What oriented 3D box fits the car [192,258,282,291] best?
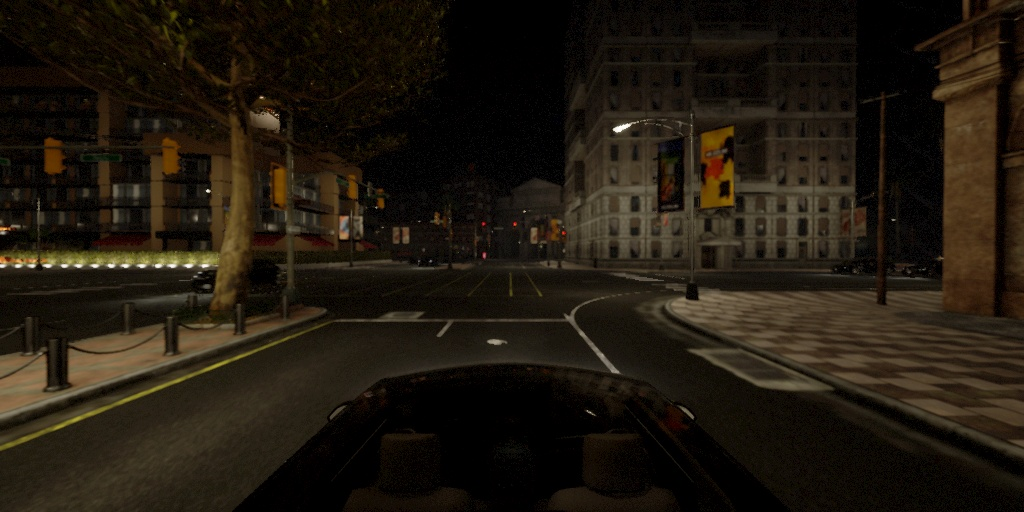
[{"bbox_3d":[-15.039,0.925,19.929,2.097,1.767,4.553,0,1,0],"label":"car"}]

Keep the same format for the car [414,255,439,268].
[{"bbox_3d":[-11.667,0.658,49.969,2.097,1.767,4.553,0,1,0],"label":"car"}]

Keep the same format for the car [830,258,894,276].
[{"bbox_3d":[31.702,0.970,32.409,4.892,1.490,1.837,0,1,0],"label":"car"}]

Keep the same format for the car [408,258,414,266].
[{"bbox_3d":[-15.124,0.705,57.792,2.033,1.411,5.357,0,1,0],"label":"car"}]

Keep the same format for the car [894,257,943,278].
[{"bbox_3d":[34.356,1.024,28.902,4.674,1.442,1.812,0,1,0],"label":"car"}]
